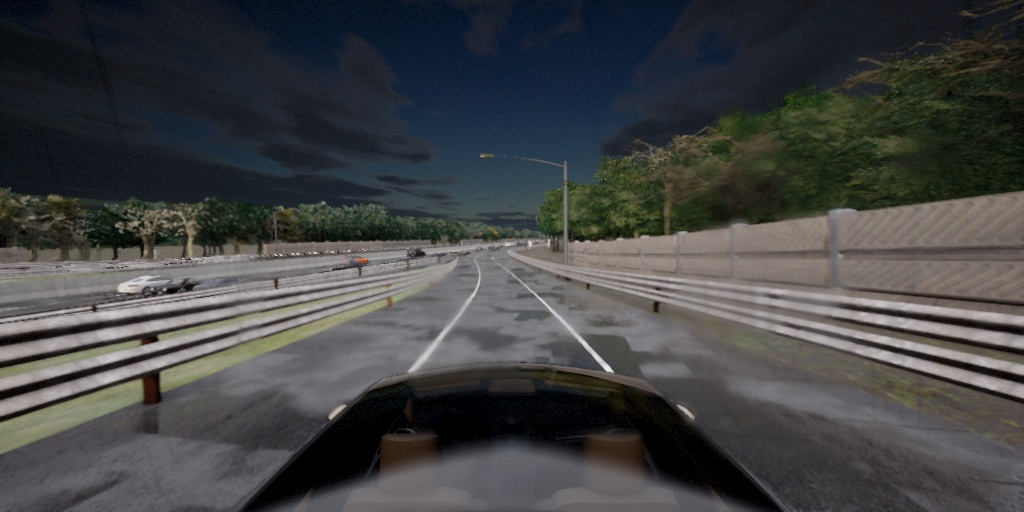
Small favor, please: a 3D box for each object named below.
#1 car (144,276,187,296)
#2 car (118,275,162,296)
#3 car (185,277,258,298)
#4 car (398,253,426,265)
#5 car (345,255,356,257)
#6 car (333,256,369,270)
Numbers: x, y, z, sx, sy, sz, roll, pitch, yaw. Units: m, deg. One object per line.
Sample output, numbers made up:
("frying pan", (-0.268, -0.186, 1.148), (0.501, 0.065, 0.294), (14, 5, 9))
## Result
("car", (-25.835, 2.395, 28.908), (1.895, 1.301, 4.718), (0, 3, 12))
("car", (-29.269, 2.306, 29.588), (1.812, 1.442, 4.674), (0, 3, 12))
("car", (-22.413, 2.378, 28.170), (1.994, 1.385, 4.181), (0, 3, 12))
("car", (-16.323, 0.696, 57.554), (2.033, 1.411, 5.357), (0, 3, 12))
("car", (-23.997, 0.686, 55.015), (2.097, 1.767, 4.553), (0, 3, 12))
("car", (-21.776, 1.228, 48.490), (2.033, 1.411, 5.357), (0, 3, 12))
